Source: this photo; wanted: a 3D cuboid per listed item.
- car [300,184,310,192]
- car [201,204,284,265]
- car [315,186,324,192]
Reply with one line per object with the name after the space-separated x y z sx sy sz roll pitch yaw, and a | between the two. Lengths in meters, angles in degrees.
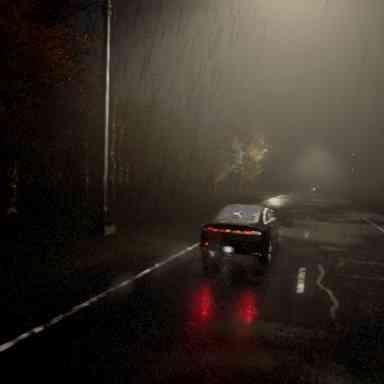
29.304 -1.101 86.175 2.150 2.045 5.566 2 2 20 | car
1.736 1.146 10.496 2.128 1.511 4.902 2 2 20 | car
32.573 -0.709 84.963 1.882 1.535 5.008 2 2 20 | car
